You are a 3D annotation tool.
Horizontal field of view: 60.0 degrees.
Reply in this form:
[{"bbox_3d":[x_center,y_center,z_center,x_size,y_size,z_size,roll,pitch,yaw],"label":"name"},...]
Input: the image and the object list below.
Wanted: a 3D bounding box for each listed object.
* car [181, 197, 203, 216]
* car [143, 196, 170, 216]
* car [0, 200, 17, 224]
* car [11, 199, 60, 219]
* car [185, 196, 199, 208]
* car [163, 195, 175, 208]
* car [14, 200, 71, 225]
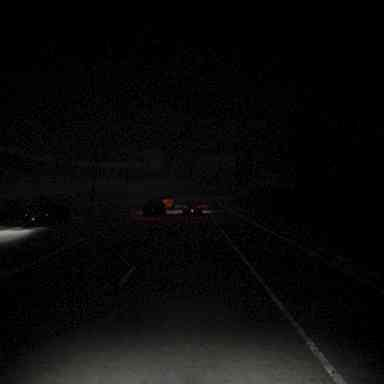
[{"bbox_3d":[0.023,1.470,32.330,1.812,1.442,4.674,0,0,0],"label":"car"},{"bbox_3d":[-3.479,1.431,31.697,1.882,1.535,5.008,0,1,0],"label":"car"},{"bbox_3d":[-13.987,1.415,24.428,2.097,1.767,4.553,0,0,0],"label":"car"},{"bbox_3d":[-14.027,1.469,30.265,2.128,1.511,4.902,0,0,1],"label":"car"},{"bbox_3d":[0.066,1.390,45.923,1.812,1.442,4.674,0,0,1],"label":"car"},{"bbox_3d":[-3.440,1.226,44.980,2.097,1.767,4.553,0,0,1],"label":"car"},{"bbox_3d":[-10.487,1.520,24.397,2.128,1.511,4.902,0,0,0],"label":"car"}]
